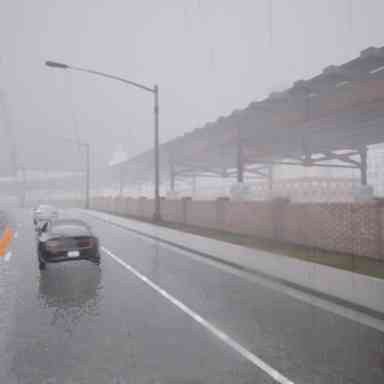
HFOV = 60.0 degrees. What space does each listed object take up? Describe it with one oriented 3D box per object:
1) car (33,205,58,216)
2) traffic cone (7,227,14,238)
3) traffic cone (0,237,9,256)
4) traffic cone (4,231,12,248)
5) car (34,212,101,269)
[{"bbox_3d":[-12.285,1.833,27.960,1.812,1.442,4.674,0,-1,-26],"label":"car"},{"bbox_3d":[-8.886,2.134,16.063,0.340,0.580,0.340,0,-1,-26],"label":"traffic cone"},{"bbox_3d":[-7.146,2.095,12.461,0.340,0.580,0.340,0,-1,-26],"label":"traffic cone"},{"bbox_3d":[-8.016,2.114,14.262,0.340,0.580,0.340,0,-1,-26],"label":"traffic cone"},{"bbox_3d":[-4.434,1.655,11.710,1.812,1.442,4.674,0,-1,-26],"label":"car"}]
